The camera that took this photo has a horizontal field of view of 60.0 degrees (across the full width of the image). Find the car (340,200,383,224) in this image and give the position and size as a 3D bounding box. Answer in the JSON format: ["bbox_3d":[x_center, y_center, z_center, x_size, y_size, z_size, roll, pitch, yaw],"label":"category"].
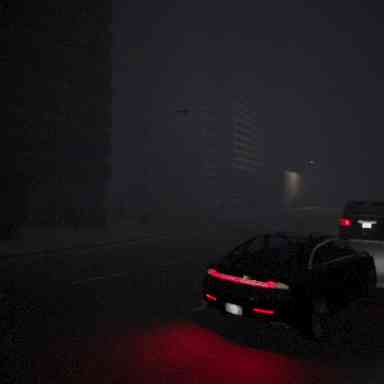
[{"bbox_3d":[8.029,1.388,14.826,2.150,2.045,5.566,0,-1,32],"label":"car"}]

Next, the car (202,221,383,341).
[{"bbox_3d":[2.256,1.557,6.761,2.128,1.511,4.902,0,-1,42],"label":"car"}]
